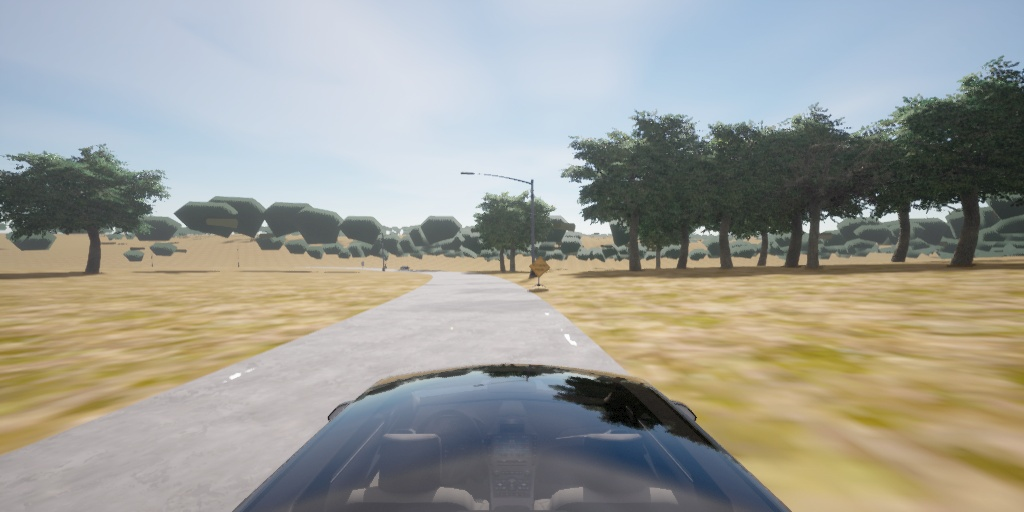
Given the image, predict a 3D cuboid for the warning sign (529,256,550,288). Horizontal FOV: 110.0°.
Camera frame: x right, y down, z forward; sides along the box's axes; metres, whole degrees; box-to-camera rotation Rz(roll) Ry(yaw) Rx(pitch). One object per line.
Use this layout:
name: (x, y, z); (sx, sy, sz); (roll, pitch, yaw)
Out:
warning sign: (1.615, 0.952, 21.938); (1.300, 1.860, 1.060); (0, 0, -6)
